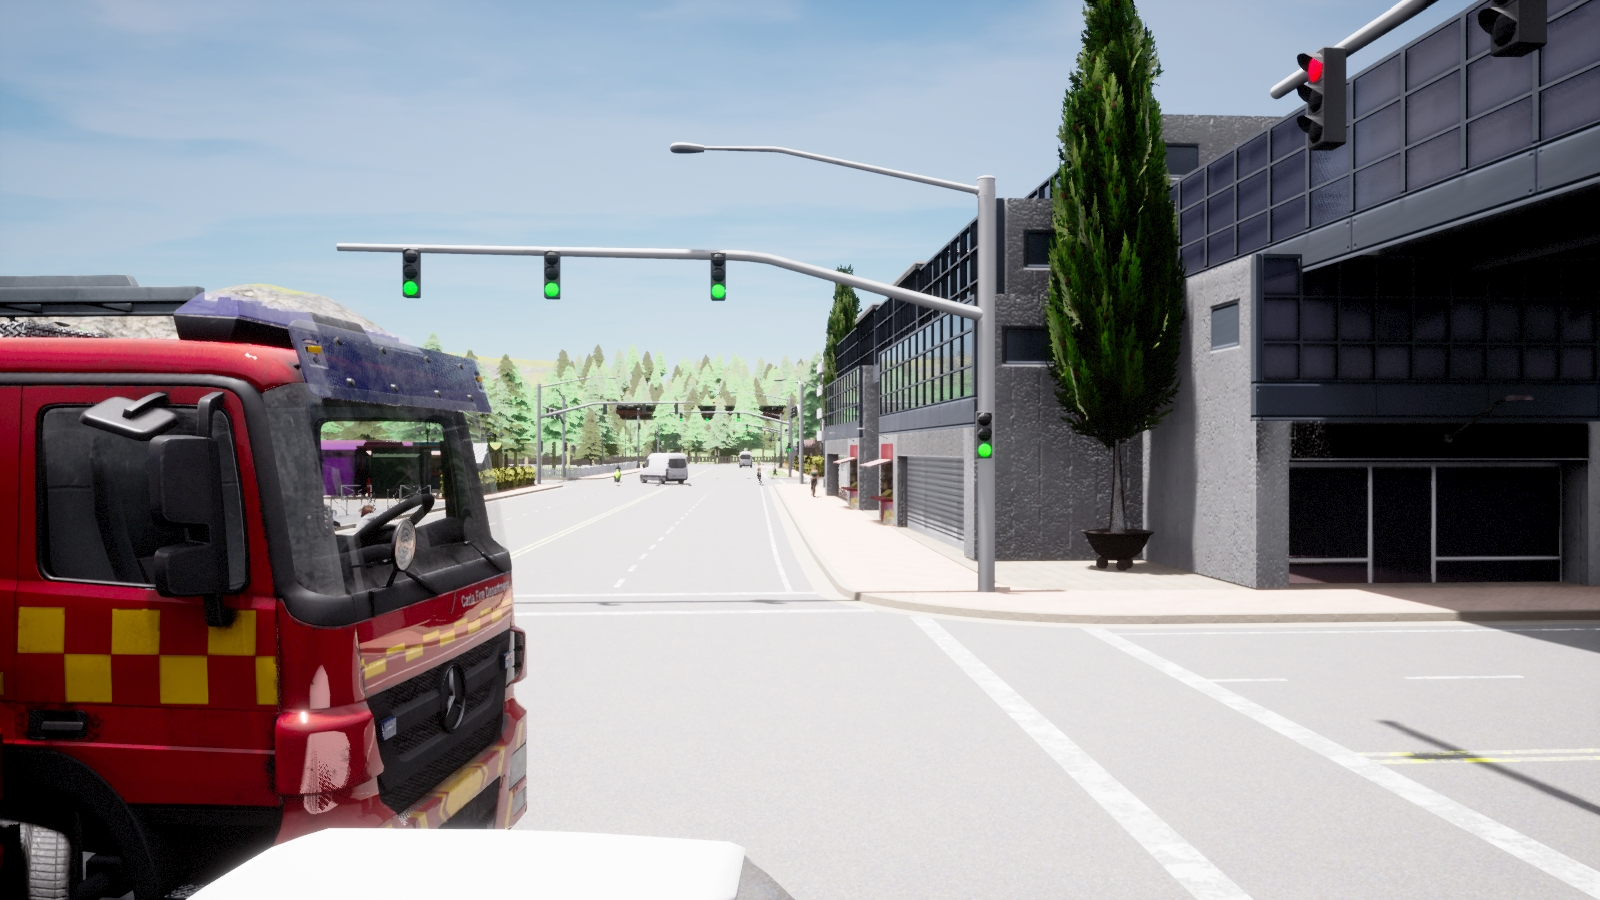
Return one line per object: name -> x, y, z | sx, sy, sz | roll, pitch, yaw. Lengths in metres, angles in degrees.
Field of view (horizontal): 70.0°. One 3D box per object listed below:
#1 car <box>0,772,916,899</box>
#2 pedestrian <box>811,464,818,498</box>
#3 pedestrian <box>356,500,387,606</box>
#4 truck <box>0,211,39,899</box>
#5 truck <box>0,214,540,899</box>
car -> -1.549, 2.065, 3.579 | 3.806, 1.475, 1.970 | 0, 0, 5
pedestrian -> 0.790, 1.696, 63.022 | 0.375, 1.860, 0.375 | 0, 0, 0
pedestrian -> -7.748, 1.848, 20.641 | 0.375, 1.860, 0.375 | 0, 0, 34
truck -> -7.587, 0.890, 3.490 | 8.468, 3.827, 2.891 | 0, 0, -3
truck -> -6.102, 0.890, 6.659 | 8.468, 3.827, 2.891 | 0, 0, 4
